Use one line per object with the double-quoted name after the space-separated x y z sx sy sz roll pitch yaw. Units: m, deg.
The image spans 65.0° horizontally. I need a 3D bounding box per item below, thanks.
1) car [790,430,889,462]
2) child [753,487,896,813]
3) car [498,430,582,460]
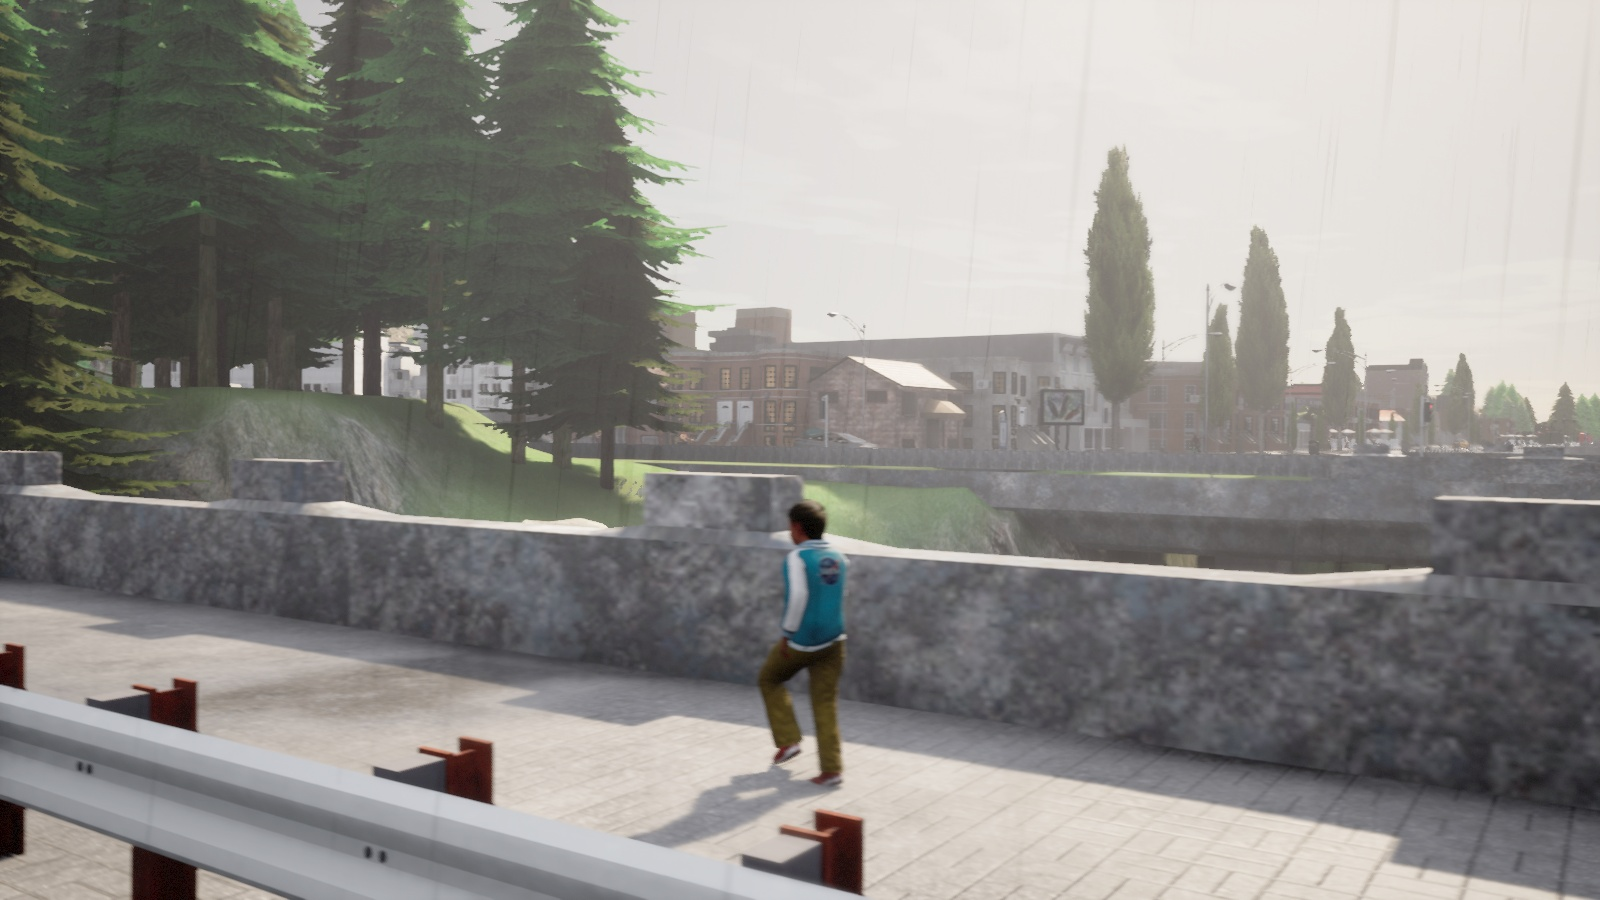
1.941 -0.191 62.411 4.514 1.525 2.007 0 1 34 "car"
0.094 0.753 4.955 0.343 1.192 0.448 -1 1 -39 "child"
-15.293 -0.294 73.887 4.611 1.667 2.242 0 1 34 "car"
